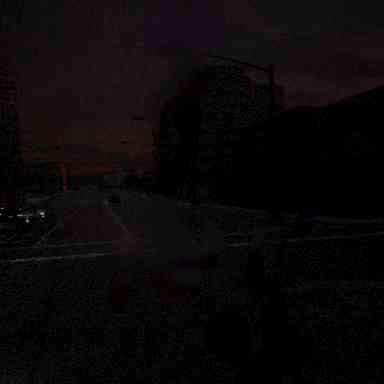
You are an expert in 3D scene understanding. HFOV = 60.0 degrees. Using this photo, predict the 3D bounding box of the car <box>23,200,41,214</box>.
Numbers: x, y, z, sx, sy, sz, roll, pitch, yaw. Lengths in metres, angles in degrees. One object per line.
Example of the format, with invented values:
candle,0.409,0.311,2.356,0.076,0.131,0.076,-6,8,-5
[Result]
car,-18.165,1.660,36.080,1.994,1.385,4.181,-2,0,-15

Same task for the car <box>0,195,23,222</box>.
car,-15.494,1.245,26.539,2.150,2.045,5.566,-2,0,-16

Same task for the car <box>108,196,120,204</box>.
car,-14.342,1.378,61.399,1.994,1.385,4.181,-2,1,-16

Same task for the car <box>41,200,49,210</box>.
car,-20.868,1.772,45.597,1.895,1.301,4.718,-2,0,-15
